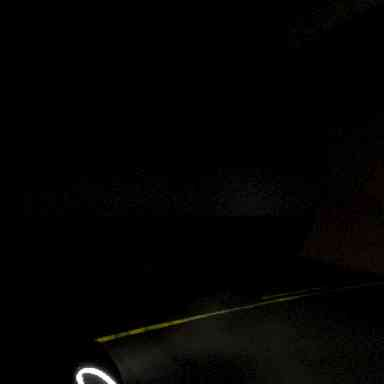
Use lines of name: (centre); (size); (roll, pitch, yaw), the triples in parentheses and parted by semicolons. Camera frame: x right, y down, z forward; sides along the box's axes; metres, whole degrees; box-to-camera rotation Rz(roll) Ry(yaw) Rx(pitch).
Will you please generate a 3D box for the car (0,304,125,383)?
car: (-2.592, 1.339, 1.747); (4.553, 1.767, 2.097); (-1, 1, -38)
